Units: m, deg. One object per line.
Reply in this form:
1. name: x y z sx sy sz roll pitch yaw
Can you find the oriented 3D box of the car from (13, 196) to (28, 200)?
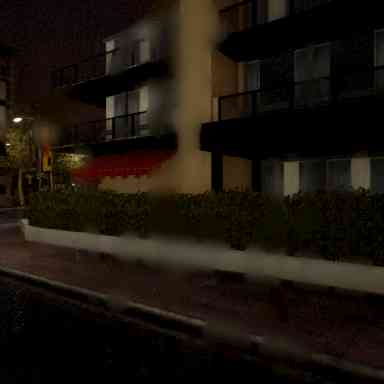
1. car: -36.180 1.481 67.980 4.892 1.521 2.231 0 0 36
